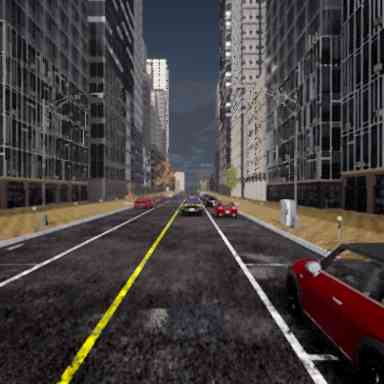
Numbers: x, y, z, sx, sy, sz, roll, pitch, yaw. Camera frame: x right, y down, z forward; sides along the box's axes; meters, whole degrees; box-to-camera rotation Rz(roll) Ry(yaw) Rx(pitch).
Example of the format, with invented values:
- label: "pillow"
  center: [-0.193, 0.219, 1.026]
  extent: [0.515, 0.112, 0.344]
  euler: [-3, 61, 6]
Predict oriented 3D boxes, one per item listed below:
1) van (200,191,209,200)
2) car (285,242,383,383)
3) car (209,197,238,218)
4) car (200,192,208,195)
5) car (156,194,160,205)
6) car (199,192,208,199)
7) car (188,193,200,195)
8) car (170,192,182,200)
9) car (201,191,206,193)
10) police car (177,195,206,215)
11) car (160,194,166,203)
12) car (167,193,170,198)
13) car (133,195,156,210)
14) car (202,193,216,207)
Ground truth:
- label: "van"
  center: [2.678, 0.771, 72.941]
  extent: [1.690, 1.788, 3.998]
  euler: [0, 1, 0]
- label: "car"
  center: [2.690, 1.407, 4.635]
  extent: [1.967, 1.590, 4.097]
  euler: [0, 0, 0]
- label: "car"
  center: [2.686, 1.347, 27.405]
  extent: [1.887, 1.381, 4.507]
  euler: [0, 0, 0]
- label: "car"
  center: [2.681, 1.140, 55.865]
  extent: [1.947, 1.339, 4.313]
  euler: [0, 0, 0]
- label: "car"
  center: [-5.698, 1.249, 44.488]
  extent: [1.802, 1.307, 4.206]
  euler: [0, 0, 0]
- label: "car"
  center: [2.677, 0.820, 78.633]
  extent: [1.967, 1.590, 4.097]
  euler: [0, 1, 0]
- label: "car"
  center: [-0.007, 1.032, 60.098]
  extent: [2.033, 1.649, 4.856]
  euler: [0, -1, 0]
- label: "car"
  center: [-3.015, 0.980, 71.349]
  extent: [1.994, 1.385, 4.181]
  euler: [0, 0, 0]
- label: "car"
  center: [2.678, 1.044, 67.249]
  extent: [1.947, 1.339, 4.313]
  euler: [0, 0, 0]
- label: "police car"
  center: [0.012, 1.305, 30.601]
  extent: [2.038, 1.542, 4.974]
  euler: [0, 0, 1]
- label: "car"
  center: [-5.700, 1.119, 55.872]
  extent: [1.887, 1.381, 4.507]
  euler: [0, 0, 0]
- label: "car"
  center: [-5.701, 1.093, 61.564]
  extent: [1.947, 1.339, 4.313]
  euler: [0, 0, 0]
- label: "car"
  center: [-5.697, 1.258, 38.794]
  extent: [1.887, 1.381, 4.507]
  euler: [0, 0, 0]
- label: "car"
  center: [2.683, 1.233, 44.481]
  extent: [1.947, 1.339, 4.313]
  euler: [0, 0, 0]
